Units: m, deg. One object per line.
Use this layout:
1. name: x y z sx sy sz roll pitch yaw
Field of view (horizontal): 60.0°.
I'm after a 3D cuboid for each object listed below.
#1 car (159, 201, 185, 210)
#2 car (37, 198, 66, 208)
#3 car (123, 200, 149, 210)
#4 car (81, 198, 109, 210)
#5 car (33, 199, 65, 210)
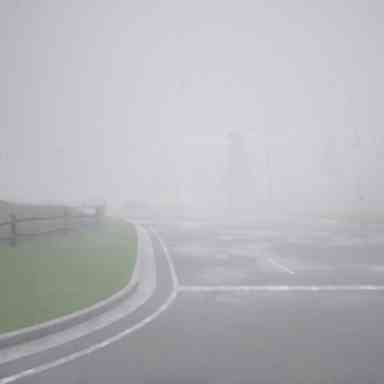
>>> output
1. car: -3.360 2.162 54.167 5.008 1.535 1.882 0 -1 43
2. car: -26.601 2.060 63.022 4.553 1.767 2.097 0 -1 14
3. car: -9.279 2.019 54.548 4.553 1.767 2.097 0 -1 39
4. car: -16.172 2.133 54.712 4.902 1.511 2.128 0 -1 31
5. car: -23.449 2.160 54.610 5.357 1.411 2.033 0 -1 22
